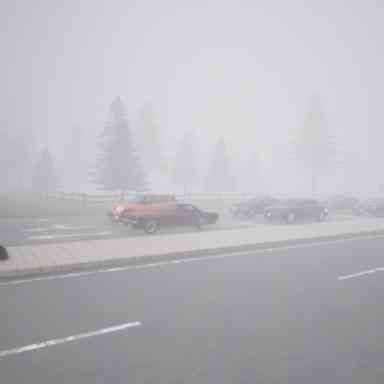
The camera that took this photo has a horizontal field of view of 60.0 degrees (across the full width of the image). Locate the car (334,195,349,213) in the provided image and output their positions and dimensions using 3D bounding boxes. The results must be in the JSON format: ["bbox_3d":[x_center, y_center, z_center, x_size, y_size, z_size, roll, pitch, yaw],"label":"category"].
[{"bbox_3d":[13.013,1.035,29.591,4.902,1.511,2.128,0,1,-32],"label":"car"}]

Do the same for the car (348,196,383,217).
[{"bbox_3d":[14.990,1.147,26.698,4.674,1.442,1.812,0,1,-32],"label":"car"}]

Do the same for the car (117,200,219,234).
[{"bbox_3d":[-1.051,1.251,16.821,4.718,1.301,1.895,0,1,-32],"label":"car"}]

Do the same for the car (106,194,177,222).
[{"bbox_3d":[-2.769,0.925,19.866,4.553,1.767,2.097,0,1,-32],"label":"car"}]

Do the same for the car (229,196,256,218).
[{"bbox_3d":[5.018,1.050,24.670,4.902,1.511,2.128,0,1,-32],"label":"car"}]

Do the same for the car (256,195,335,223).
[{"bbox_3d":[6.779,1.141,21.642,4.892,1.490,1.837,0,1,-32],"label":"car"}]
